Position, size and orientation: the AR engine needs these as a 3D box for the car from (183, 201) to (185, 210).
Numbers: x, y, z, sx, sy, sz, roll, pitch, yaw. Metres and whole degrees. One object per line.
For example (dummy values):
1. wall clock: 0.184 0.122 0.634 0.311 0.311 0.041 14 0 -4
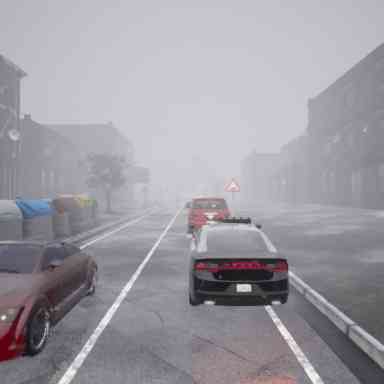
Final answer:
1. car: -0.072 1.666 44.932 1.812 1.442 4.674 0 0 0

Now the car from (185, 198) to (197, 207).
1. car: -0.134 1.720 56.592 1.994 1.385 4.181 0 0 0

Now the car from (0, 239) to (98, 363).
1. car: -3.114 1.573 5.908 1.994 1.385 4.181 0 0 0

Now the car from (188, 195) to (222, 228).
1. car: 0.842 1.293 24.185 2.150 2.045 5.566 0 0 0

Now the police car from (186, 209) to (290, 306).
1. police car: 0.880 1.438 8.260 1.930 1.638 5.238 0 0 0

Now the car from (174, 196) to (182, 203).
1. car: -3.184 1.648 76.571 1.837 1.490 4.892 0 0 0

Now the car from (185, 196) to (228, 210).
1. car: 0.857 1.268 18.185 2.150 2.045 5.566 0 0 0
